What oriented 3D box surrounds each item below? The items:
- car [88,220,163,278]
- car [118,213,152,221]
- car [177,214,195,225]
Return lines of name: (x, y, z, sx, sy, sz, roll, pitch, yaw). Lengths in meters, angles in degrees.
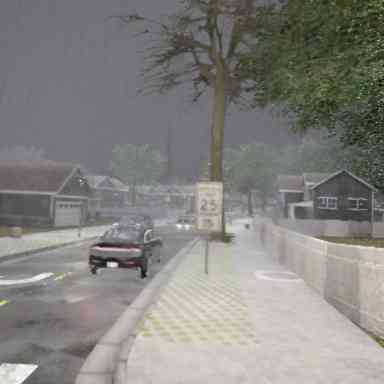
car: (-2.195, 2.012, 12.061, 2.128, 1.511, 4.902, 2, -3, 3)
car: (-4.106, 2.342, 23.812, 2.097, 1.767, 4.553, 2, -3, 7)
car: (-0.710, 3.639, 45.114, 1.994, 1.385, 4.181, 2, -2, 11)
